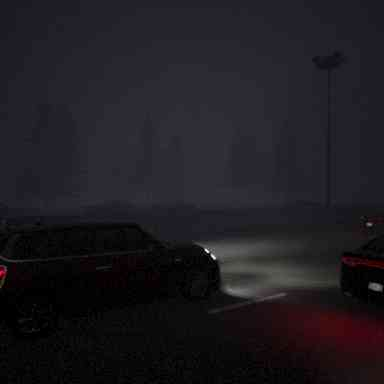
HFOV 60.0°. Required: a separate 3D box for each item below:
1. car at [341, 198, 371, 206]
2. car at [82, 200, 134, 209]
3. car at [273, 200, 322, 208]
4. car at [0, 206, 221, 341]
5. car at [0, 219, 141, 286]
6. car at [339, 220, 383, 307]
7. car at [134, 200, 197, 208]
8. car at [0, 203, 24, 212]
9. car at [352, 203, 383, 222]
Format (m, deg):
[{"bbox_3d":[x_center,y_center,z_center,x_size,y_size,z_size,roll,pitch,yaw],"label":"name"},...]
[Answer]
[{"bbox_3d":[22.808,1.505,46.206,4.181,1.385,1.994,0,0,-19],"label":"car"},{"bbox_3d":[-6.967,1.432,28.436,4.902,1.511,2.128,0,0,-31],"label":"car"},{"bbox_3d":[9.261,1.448,29.311,4.902,1.511,2.128,0,0,-25],"label":"car"},{"bbox_3d":[-1.603,1.337,6.726,4.553,1.767,2.097,0,0,-34],"label":"car"},{"bbox_3d":[-4.011,1.579,9.372,4.718,1.301,1.895,0,0,-34],"label":"car"},{"bbox_3d":[5.235,1.470,6.999,5.008,1.535,1.882,0,0,-32],"label":"car"},{"bbox_3d":[-1.855,1.439,27.395,4.902,1.511,2.128,0,0,-29],"label":"car"},{"bbox_3d":[-16.225,1.534,26.671,4.718,1.301,1.895,0,0,-34],"label":"car"},{"bbox_3d":[11.311,1.504,18.403,4.674,1.442,1.812,0,0,-27],"label":"car"}]
